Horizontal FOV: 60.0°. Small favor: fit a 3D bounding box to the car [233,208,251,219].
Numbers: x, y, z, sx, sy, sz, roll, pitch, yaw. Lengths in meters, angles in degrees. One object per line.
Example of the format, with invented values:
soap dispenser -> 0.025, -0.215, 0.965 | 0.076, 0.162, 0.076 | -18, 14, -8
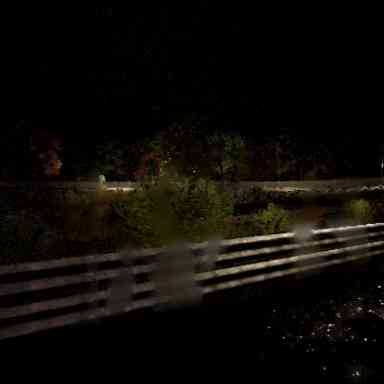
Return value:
car -> 6.635, 3.455, 50.948 | 5.566, 2.045, 2.150 | -4, 2, -21
